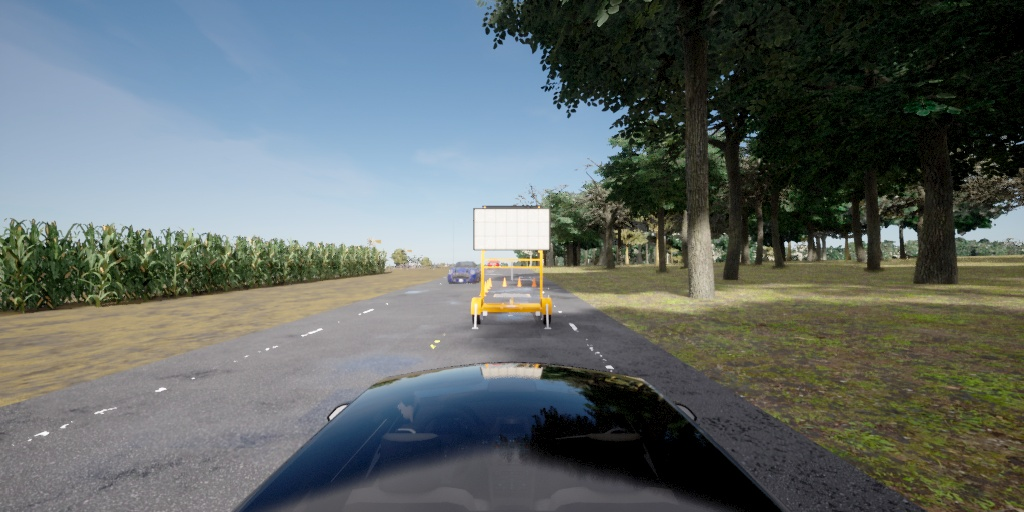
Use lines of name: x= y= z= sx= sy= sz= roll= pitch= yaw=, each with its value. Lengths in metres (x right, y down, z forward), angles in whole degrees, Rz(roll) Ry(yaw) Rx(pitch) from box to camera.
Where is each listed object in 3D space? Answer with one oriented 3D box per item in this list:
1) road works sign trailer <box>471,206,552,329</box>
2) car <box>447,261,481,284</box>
road works sign trailer: x=-0.002 y=0.230 z=11.294 sx=2.380 sy=3.560 sz=2.880 roll=0 pitch=0 yaw=1
car: x=-3.610 y=1.177 z=27.583 sx=2.097 sy=1.767 sz=4.553 roll=0 pitch=0 yaw=0
